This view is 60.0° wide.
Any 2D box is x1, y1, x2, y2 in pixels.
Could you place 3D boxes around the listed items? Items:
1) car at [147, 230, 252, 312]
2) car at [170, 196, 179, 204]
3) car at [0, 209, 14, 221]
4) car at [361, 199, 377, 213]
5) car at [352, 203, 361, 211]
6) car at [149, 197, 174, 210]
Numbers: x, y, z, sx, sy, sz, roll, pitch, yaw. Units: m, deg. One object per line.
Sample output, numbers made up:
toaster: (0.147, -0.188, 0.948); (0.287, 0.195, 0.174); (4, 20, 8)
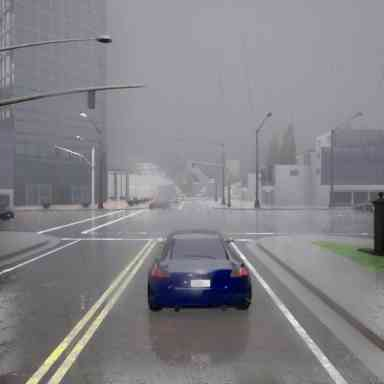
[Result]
car: (0.089, 1.564, 7.814); (1.994, 1.385, 4.181); (0, 0, -2)
car: (-3.533, 1.492, 61.861); (2.128, 1.511, 4.902); (0, 0, 1)
car: (-16.392, 1.672, 26.225); (4.181, 1.385, 1.994); (-1, 0, 0)
car: (20.214, 1.553, 33.718); (4.718, 1.301, 1.895); (0, 0, 0)
car: (20.364, 1.479, 37.209); (4.674, 1.442, 1.812); (0, 0, 0)
car: (-4.028, 1.613, 42.148); (1.895, 1.301, 4.718); (0, 0, 9)
